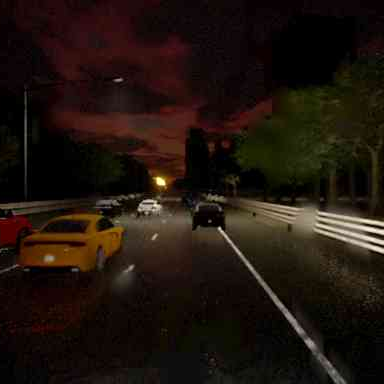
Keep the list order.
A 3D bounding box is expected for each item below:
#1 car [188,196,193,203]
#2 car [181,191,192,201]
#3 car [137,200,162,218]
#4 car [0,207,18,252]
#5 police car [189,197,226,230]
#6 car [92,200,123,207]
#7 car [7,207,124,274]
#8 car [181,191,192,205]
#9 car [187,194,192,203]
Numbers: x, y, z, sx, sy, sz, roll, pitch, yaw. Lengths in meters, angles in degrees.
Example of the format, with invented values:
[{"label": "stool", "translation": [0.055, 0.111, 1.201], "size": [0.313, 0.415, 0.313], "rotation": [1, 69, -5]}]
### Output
[{"label": "car", "translation": [0.812, 1.421, 30.464], "size": [1.812, 1.442, 4.674], "rotation": [0, 0, -1]}, {"label": "car", "translation": [-1.192, 0.772, 71.268], "size": [2.150, 2.045, 5.566], "rotation": [0, 0, -2]}, {"label": "car", "translation": [-3.620, 1.429, 28.684], "size": [1.812, 1.442, 4.674], "rotation": [0, 0, -1]}, {"label": "car", "translation": [-6.937, 1.191, 9.906], "size": [2.150, 2.045, 5.566], "rotation": [0, 0, 0]}, {"label": "police car", "translation": [0.936, 1.358, 20.530], "size": [1.930, 1.638, 5.238], "rotation": [0, 0, -1]}, {"label": "car", "translation": [-7.116, 1.397, 28.327], "size": [2.128, 1.511, 4.902], "rotation": [0, 0, -1]}, {"label": "car", "translation": [-3.442, 1.444, 10.470], "size": [1.882, 1.535, 5.008], "rotation": [0, 0, 0]}, {"label": "car", "translation": [-0.683, 1.142, 53.841], "size": [2.097, 1.767, 4.553], "rotation": [0, 0, -2]}, {"label": "car", "translation": [0.715, 1.348, 36.490], "size": [1.882, 1.535, 5.008], "rotation": [0, 0, -1]}]
